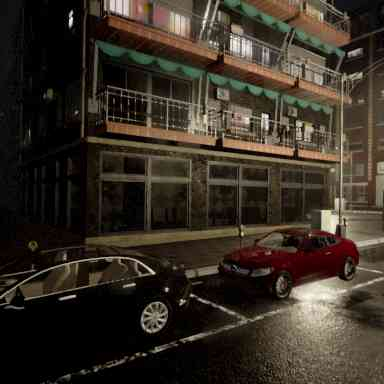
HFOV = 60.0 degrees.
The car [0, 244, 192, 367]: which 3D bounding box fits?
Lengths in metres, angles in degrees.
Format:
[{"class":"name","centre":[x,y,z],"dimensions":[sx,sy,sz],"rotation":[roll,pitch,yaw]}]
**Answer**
[{"class":"car","centre":[-2.057,1.551,5.036],"dimensions":[4.403,1.369,2.008],"rotation":[0,1,-36]}]

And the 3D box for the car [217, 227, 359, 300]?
[{"class":"car","centre":[2.567,1.584,8.345],"dimensions":[4.206,1.307,1.802],"rotation":[0,1,-36]}]
